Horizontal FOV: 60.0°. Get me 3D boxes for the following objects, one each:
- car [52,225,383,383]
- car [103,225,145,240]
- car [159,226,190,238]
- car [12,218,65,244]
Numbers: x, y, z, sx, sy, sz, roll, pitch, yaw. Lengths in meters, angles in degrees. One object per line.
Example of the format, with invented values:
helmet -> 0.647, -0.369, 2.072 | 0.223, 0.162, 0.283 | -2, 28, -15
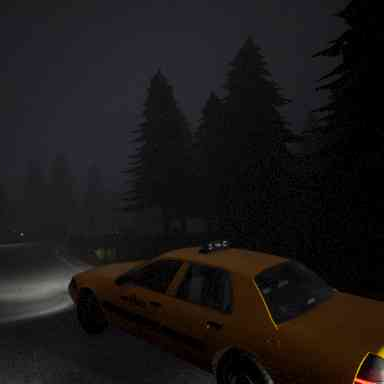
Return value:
car -> 0.116, 1.441, 4.758 | 5.366, 1.575, 1.801 | 0, 1, 43
car -> -7.443, 4.510, 36.981 | 2.033, 1.411, 5.357 | -4, -8, 20
car -> -2.318, 5.544, 46.286 | 1.882, 1.535, 5.008 | -5, -8, 30
car -> -12.726, 3.237, 28.267 | 2.150, 2.045, 5.566 | -4, -7, 7
